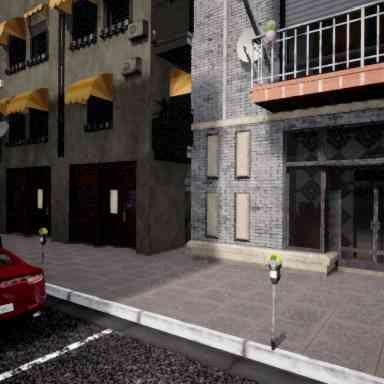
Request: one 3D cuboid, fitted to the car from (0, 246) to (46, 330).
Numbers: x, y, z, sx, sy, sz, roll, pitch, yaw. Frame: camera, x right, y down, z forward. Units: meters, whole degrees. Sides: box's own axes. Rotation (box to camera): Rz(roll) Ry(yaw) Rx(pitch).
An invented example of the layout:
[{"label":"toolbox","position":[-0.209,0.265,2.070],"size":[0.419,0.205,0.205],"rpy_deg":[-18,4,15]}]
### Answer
[{"label":"car","position":[-4.497,1.544,6.077],"size":[4.507,1.381,1.887],"rpy_deg":[0,1,36]}]
